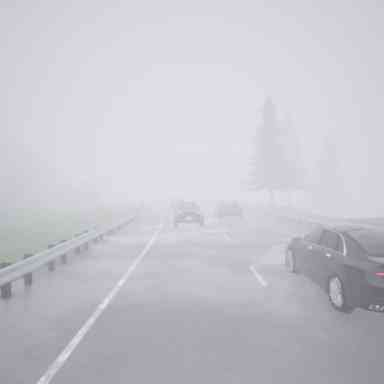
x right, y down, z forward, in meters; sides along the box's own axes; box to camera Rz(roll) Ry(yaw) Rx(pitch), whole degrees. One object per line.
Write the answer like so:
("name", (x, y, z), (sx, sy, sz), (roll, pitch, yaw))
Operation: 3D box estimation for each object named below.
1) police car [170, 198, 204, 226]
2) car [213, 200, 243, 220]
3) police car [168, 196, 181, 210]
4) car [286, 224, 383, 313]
("police car", (-0.312, 1.464, 22.992), (2.038, 1.542, 4.974), (0, 0, -3))
("car", (2.907, 1.443, 27.664), (2.128, 1.511, 4.902), (0, 0, -4))
("police car", (-1.963, 1.353, 41.356), (1.930, 1.638, 5.238), (0, 0, -7))
("car", (3.596, 1.491, 7.622), (1.837, 1.490, 4.892), (0, 0, 0))
